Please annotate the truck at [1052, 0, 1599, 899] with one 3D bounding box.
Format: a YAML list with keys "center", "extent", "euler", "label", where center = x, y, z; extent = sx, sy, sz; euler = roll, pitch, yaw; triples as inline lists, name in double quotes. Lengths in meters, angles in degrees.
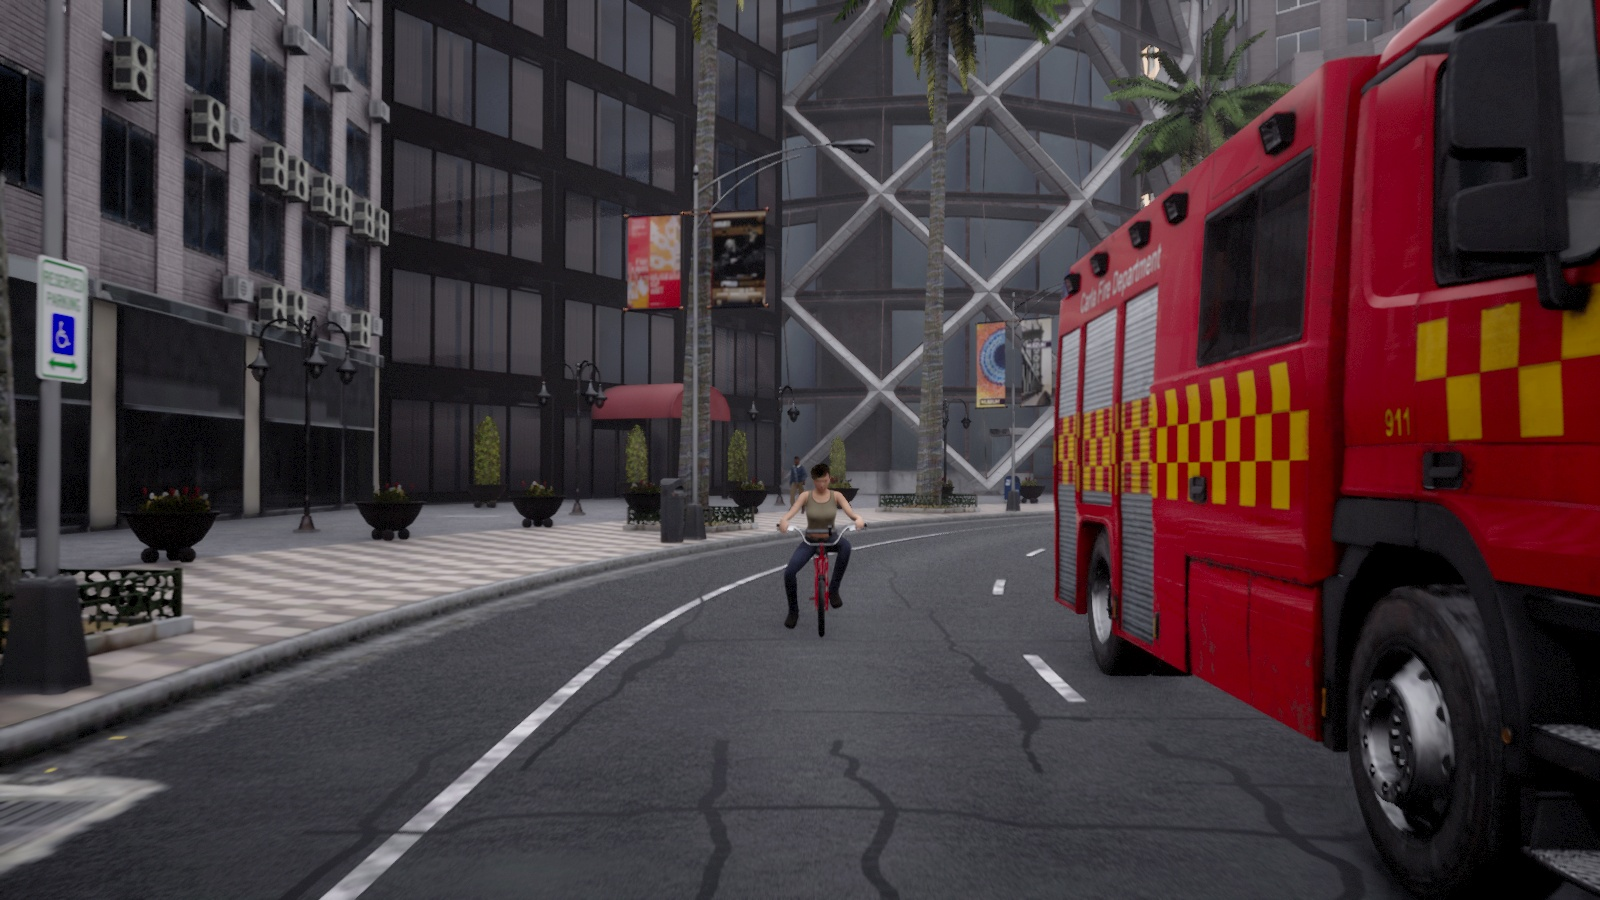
- center: [3.632, -0.258, 6.903]
  extent: [2.891, 3.827, 8.468]
  euler: [0, -1, 1]
  label: "truck"

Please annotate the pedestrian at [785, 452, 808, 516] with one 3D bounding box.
- center: [-0.106, 1.058, 38.876]
  extent: [0.423, 1.949, 0.788]
  euler: [-1, -1, 25]
  label: "pedestrian"

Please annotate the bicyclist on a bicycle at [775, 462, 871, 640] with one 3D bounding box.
- center: [0.213, 0.932, 12.174]
  extent: [0.866, 1.612, 1.509]
  euler: [0, -1, 1]
  label: "bicyclist on a bicycle"
